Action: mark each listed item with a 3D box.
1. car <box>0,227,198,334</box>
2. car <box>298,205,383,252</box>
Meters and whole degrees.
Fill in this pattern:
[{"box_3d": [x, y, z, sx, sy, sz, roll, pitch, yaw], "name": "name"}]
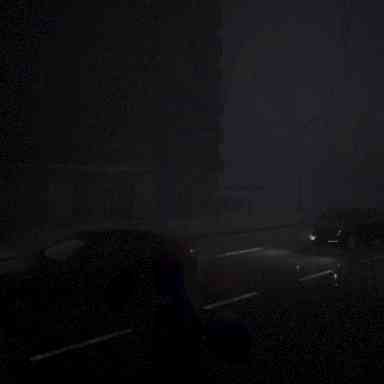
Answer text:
[{"box_3d": [-1.989, 1.500, 6.900, 4.674, 1.442, 1.812, -1, 1, -37], "name": "car"}, {"box_3d": [6.142, 1.321, 13.067, 4.892, 1.490, 1.837, -1, 1, -37], "name": "car"}]
